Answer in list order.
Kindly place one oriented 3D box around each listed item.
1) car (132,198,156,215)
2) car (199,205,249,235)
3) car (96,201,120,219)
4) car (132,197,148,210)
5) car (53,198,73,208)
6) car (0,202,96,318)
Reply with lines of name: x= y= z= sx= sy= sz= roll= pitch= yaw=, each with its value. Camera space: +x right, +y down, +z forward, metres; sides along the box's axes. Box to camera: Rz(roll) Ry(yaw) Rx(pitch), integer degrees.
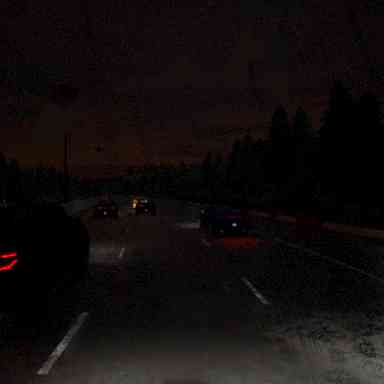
car: x=-4.756 y=1.485 z=33.459 sx=2.128 sy=1.511 sz=4.902 roll=0 pitch=0 yaw=-11
car: x=1.659 y=1.474 z=18.741 sx=1.882 sy=1.535 sz=5.008 roll=0 pitch=0 yaw=-10
car: x=-7.410 y=1.485 z=28.932 sx=2.128 sy=1.511 sz=4.902 roll=0 pitch=0 yaw=-11
car: x=-6.882 y=1.468 z=43.965 sx=1.882 sy=1.535 sz=5.008 roll=0 pitch=0 yaw=-11
car: x=-18.665 y=1.590 z=48.239 sx=1.895 sy=1.301 sz=4.718 roll=0 pitch=0 yaw=-11
car: x=-3.900 y=1.222 z=7.444 sx=2.150 sy=2.045 sz=5.566 roll=0 pitch=0 yaw=-5
